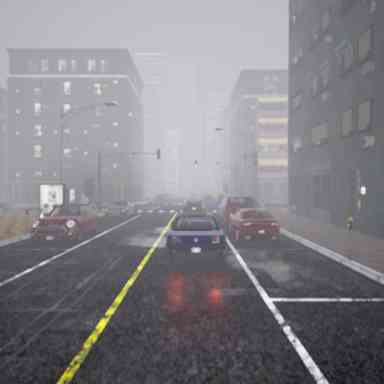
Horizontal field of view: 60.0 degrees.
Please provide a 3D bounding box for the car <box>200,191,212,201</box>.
[{"bbox_3d":[2.859,1.008,58.659,1.802,1.307,4.206,0,1,0],"label":"car"}]

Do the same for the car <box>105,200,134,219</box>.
[{"bbox_3d":[-5.619,1.319,26.292,1.802,1.307,4.206,0,1,0],"label":"car"}]

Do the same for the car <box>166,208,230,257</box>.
[{"bbox_3d":[0.136,1.475,12.413,1.895,1.301,4.718,0,1,0],"label":"car"}]

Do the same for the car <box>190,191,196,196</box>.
[{"bbox_3d":[0.262,0.692,87.704,2.033,1.411,5.357,0,1,0],"label":"car"}]

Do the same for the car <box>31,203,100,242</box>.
[{"bbox_3d":[-5.653,1.286,15.235,1.967,1.590,4.097,0,1,0],"label":"car"}]

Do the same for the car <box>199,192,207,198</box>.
[{"bbox_3d":[2.942,0.739,86.275,1.947,1.339,4.313,0,1,0],"label":"car"}]

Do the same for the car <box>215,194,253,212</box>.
[{"bbox_3d":[2.743,1.107,20.736,2.192,1.841,5.009,0,1,0],"label":"car"}]

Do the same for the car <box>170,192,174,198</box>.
[{"bbox_3d":[-5.488,0.890,69.742,1.947,1.339,4.313,0,1,0],"label":"car"}]

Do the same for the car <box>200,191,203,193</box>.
[{"bbox_3d":[2.876,0.941,64.182,1.947,1.339,4.313,0,1,0],"label":"car"}]

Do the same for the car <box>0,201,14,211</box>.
[{"bbox_3d":[-22.293,1.521,37.099,4.403,1.369,2.008,-1,2,0],"label":"car"}]

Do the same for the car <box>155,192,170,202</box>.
[{"bbox_3d":[-5.522,0.992,58.696,1.947,1.339,4.313,0,1,0],"label":"car"}]

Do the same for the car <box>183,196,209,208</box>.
[{"bbox_3d":[0.269,1.277,28.687,1.994,1.385,4.181,0,1,3],"label":"car"}]

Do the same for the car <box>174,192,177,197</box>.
[{"bbox_3d":[-5.439,0.718,86.312,1.887,1.381,4.507,0,1,0],"label":"car"}]

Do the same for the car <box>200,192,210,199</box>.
[{"bbox_3d":[2.909,0.818,75.228,1.887,1.381,4.507,0,1,0],"label":"car"}]

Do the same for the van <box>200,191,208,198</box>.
[{"bbox_3d":[2.924,0.564,80.749,1.690,1.788,3.998,0,1,0],"label":"van"}]

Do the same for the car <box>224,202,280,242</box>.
[{"bbox_3d":[2.728,1.391,15.210,1.887,1.381,4.507,0,1,0],"label":"car"}]
